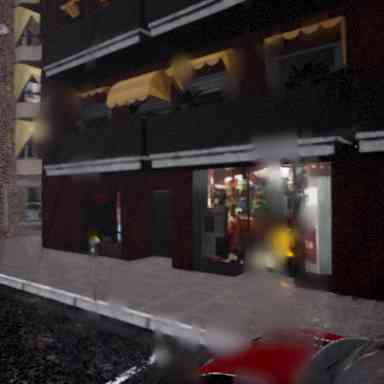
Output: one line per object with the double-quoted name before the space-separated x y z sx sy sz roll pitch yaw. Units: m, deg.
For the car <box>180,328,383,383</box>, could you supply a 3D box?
"car" 1.625 1.435 1.717 4.097 1.590 1.967 -1 -1 35
